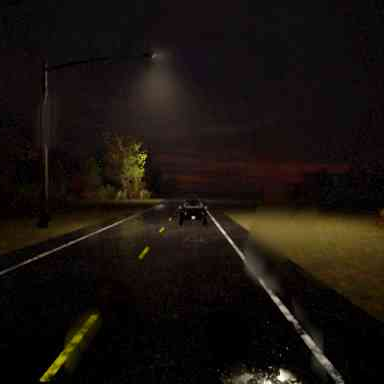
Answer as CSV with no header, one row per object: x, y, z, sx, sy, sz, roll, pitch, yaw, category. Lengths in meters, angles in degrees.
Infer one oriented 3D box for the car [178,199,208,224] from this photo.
0.085,1.460,24.150,1.837,1.490,4.892,0,-1,0,car
